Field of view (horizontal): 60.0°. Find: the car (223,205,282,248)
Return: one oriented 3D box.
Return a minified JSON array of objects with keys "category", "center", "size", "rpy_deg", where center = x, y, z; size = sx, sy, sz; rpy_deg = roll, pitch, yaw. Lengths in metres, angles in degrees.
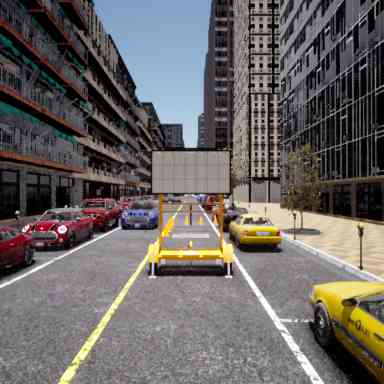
[{"category":"car","center":[2.635,1.533,14.750],"size":[1.752,1.417,4.829],"rpy_deg":[0,0,0]}]

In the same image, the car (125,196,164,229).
[{"category":"car","center":[-3.190,1.367,21.555],"size":[2.097,1.767,4.553],"rpy_deg":[0,0,0]}]

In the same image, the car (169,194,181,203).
[{"category":"car","center":[-3.289,1.697,69.894],"size":[1.994,1.385,4.181],"rpy_deg":[0,0,0]}]

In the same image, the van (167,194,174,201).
[{"category":"van","center":[-6.075,1.575,93.832],"size":[1.690,1.788,3.998],"rpy_deg":[0,0,0]}]

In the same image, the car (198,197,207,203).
[{"category":"car","center":[2.376,1.742,76.876],"size":[1.802,1.307,4.206],"rpy_deg":[0,0,0]}]

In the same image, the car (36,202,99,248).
[{"category":"car","center":[-5.744,1.448,14.545],"size":[1.967,1.590,4.097],"rpy_deg":[0,0,0]}]

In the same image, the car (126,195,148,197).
[{"category":"car","center":[-5.813,1.342,31.535],"size":[2.192,1.841,5.009],"rpy_deg":[0,0,0]}]

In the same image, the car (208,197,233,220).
[{"category":"car","center":[2.589,1.460,25.907],"size":[1.967,1.590,4.097],"rpy_deg":[0,0,0]}]

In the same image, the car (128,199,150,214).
[{"category":"car","center":[-5.838,1.562,37.029],"size":[1.752,1.417,4.829],"rpy_deg":[0,0,0]}]

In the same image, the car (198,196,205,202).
[{"category":"car","center":[2.352,1.764,82.538],"size":[1.802,1.307,4.206],"rpy_deg":[0,0,0]}]

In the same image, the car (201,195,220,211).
[{"category":"car","center":[2.543,1.352,37.234],"size":[2.192,1.841,5.009],"rpy_deg":[0,0,0]}]

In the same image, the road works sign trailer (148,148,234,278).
[{"category":"road works sign trailer","center":[-0.034,0.468,10.102],"size":[2.380,3.560,2.880],"rpy_deg":[0,0,0]}]

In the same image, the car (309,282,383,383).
[{"category":"car","center":[2.683,1.526,3.425],"size":[1.752,1.417,4.829],"rpy_deg":[0,0,0]}]

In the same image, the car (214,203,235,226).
[{"category":"car","center":[2.612,1.580,20.244],"size":[1.947,1.339,4.313],"rpy_deg":[0,0,0]}]

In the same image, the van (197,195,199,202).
[{"category":"van","center":[2.400,1.479,71.213],"size":[1.690,1.788,3.998],"rpy_deg":[0,0,0]}]

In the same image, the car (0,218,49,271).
[{"category":"car","center":[-5.721,1.585,8.882],"size":[1.802,1.307,4.206],"rpy_deg":[0,0,0]}]

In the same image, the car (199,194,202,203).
[{"category":"car","center":[2.495,1.378,48.559],"size":[2.192,1.841,5.009],"rpy_deg":[0,0,0]}]

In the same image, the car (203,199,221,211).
[{"category":"car","center":[2.518,1.599,42.897],"size":[2.008,1.369,4.403],"rpy_deg":[0,0,0]}]

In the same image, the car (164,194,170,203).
[{"category":"car","center":[-5.981,1.704,71.177],"size":[1.947,1.339,4.313],"rpy_deg":[0,0,0]}]

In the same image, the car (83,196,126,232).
[{"category":"car","center":[-5.766,1.329,20.209],"size":[2.192,1.841,5.009],"rpy_deg":[0,0,0]}]

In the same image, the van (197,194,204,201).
[{"category":"van","center":[2.328,1.547,88.202],"size":[1.690,1.788,3.998],"rpy_deg":[0,0,0]}]
